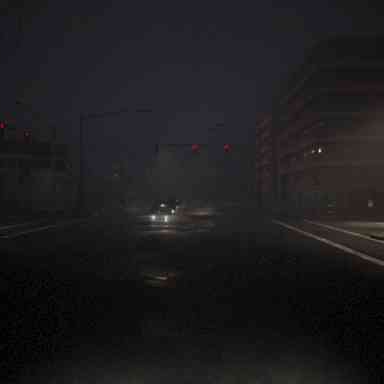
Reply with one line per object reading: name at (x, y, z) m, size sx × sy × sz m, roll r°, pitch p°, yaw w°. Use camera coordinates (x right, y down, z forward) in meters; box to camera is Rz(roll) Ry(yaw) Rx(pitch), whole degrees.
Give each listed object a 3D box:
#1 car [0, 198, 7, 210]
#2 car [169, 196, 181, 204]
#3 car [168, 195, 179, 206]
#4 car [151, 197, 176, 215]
car at (-24.020, 1.456, 38.975) m, size 3.806 × 1.475 × 1.970 m, roll 0°, pitch 0°, yaw 1°
car at (-3.294, 1.547, 64.716) m, size 2.033 × 1.411 × 5.357 m, roll 0°, pitch 0°, yaw 0°
car at (-3.186, 1.478, 44.366) m, size 1.882 × 1.535 × 5.008 m, roll 0°, pitch 0°, yaw 0°
car at (-3.120, 1.548, 34.608) m, size 2.033 × 1.411 × 5.357 m, roll 0°, pitch 0°, yaw 0°
